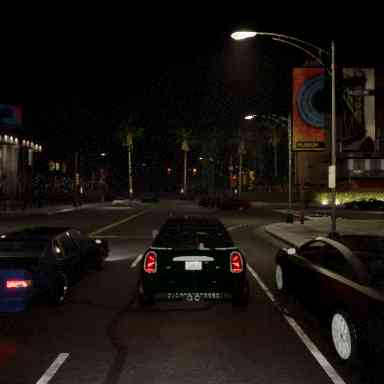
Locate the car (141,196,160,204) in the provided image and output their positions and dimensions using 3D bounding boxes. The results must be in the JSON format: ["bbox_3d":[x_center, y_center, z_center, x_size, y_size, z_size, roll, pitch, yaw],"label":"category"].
[{"bbox_3d":[-8.168,1.547,65.485,2.033,1.411,5.357,0,0,18],"label":"car"}]

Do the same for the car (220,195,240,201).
[{"bbox_3d":[10.262,1.539,89.685,5.357,1.411,2.033,0,0,-37],"label":"car"}]

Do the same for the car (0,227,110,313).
[{"bbox_3d":[-3.469,1.547,7.934,2.033,1.411,5.357,0,0,0],"label":"car"}]

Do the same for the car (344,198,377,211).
[{"bbox_3d":[20.863,1.491,40.108,4.902,1.511,2.128,0,0,-1],"label":"car"}]

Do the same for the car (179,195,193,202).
[{"bbox_3d":[-1.089,1.500,79.027,1.837,1.490,4.892,0,0,36],"label":"car"}]

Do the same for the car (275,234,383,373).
[{"bbox_3d":[2.880,1.480,5.816,2.097,1.535,5.008,0,0,-1],"label":"car"}]

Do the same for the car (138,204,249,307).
[{"bbox_3d":[0.032,1.352,8.153,2.097,1.767,4.553,0,0,0],"label":"car"}]

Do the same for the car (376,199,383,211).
[{"bbox_3d":[23.196,1.564,36.638,4.181,1.385,1.994,0,0,-1],"label":"car"}]

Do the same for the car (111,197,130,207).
[{"bbox_3d":[-10.585,1.526,49.742,1.812,1.442,4.674,0,0,2],"label":"car"}]

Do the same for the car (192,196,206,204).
[{"bbox_3d":[2.475,1.505,46.447,1.837,1.490,4.892,-2,1,-32],"label":"car"}]

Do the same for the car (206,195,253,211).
[{"bbox_3d":[4.633,1.478,38.872,5.008,1.535,1.882,0,1,27],"label":"car"}]
